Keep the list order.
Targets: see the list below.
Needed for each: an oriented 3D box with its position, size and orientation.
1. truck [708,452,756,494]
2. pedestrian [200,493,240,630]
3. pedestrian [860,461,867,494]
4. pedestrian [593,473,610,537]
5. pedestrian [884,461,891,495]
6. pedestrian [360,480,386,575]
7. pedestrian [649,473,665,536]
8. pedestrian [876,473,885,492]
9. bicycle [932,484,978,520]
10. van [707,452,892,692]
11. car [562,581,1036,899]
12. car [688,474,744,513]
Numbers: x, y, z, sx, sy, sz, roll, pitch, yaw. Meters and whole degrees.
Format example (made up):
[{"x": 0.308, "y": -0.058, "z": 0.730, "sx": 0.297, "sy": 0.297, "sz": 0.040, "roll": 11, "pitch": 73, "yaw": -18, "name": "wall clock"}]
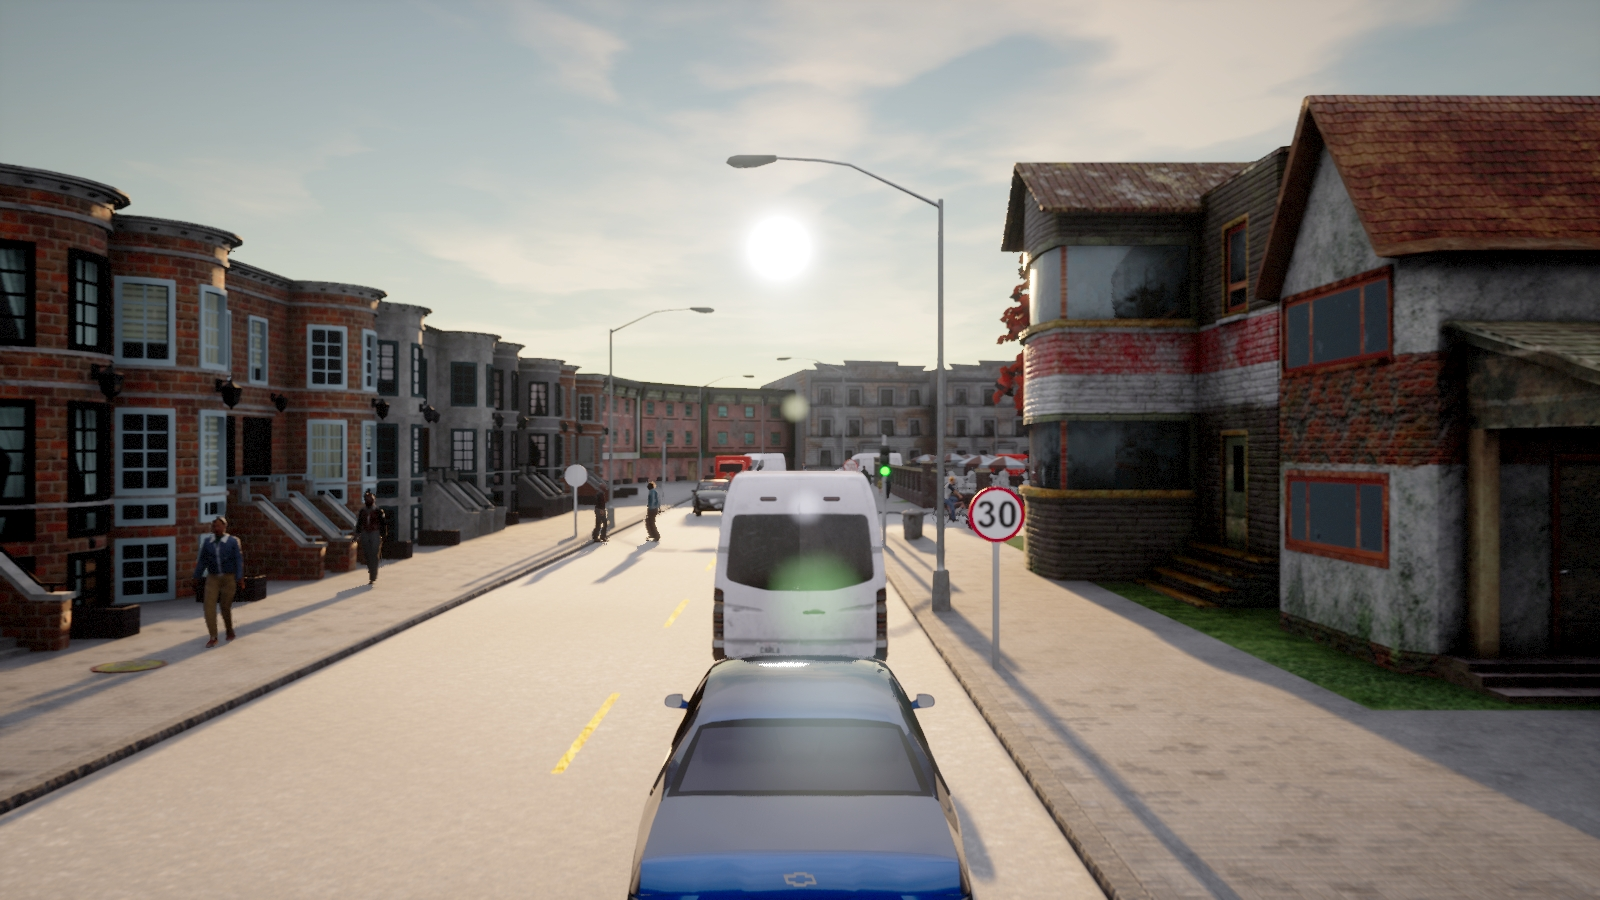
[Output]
[{"x": -4.061, "y": 1.348, "z": 69.362, "sx": 2.627, "sy": 2.467, "sz": 5.204, "roll": 0, "pitch": 0, "yaw": 0, "name": "truck"}, {"x": -7.994, "y": 1.526, "z": 15.751, "sx": 0.375, "sy": 1.860, "sz": 0.375, "roll": 0, "pitch": 0, "yaw": -5, "name": "pedestrian"}, {"x": 3.530, "y": 1.516, "z": 63.171, "sx": 0.375, "sy": 1.860, "sz": 0.375, "roll": 0, "pitch": 0, "yaw": 5, "name": "pedestrian"}, {"x": -5.880, "y": 1.629, "z": 33.846, "sx": 0.375, "sy": 1.860, "sz": 0.375, "roll": 0, "pitch": 0, "yaw": 10, "name": "pedestrian"}, {"x": 4.740, "y": 1.516, "z": 61.784, "sx": 0.375, "sy": 1.860, "sz": 0.375, "roll": 0, "pitch": 0, "yaw": 0, "name": "pedestrian"}, {"x": -8.425, "y": 1.524, "z": 22.544, "sx": 0.375, "sy": 1.860, "sz": 0.375, "roll": 0, "pitch": 0, "yaw": 1, "name": "pedestrian"}, {"x": -4.284, "y": 1.629, "z": 34.319, "sx": 0.375, "sy": 1.860, "sz": 0.375, "roll": 0, "pitch": 0, "yaw": 10, "name": "pedestrian"}, {"x": 4.737, "y": 1.906, "z": 67.250, "sx": 0.500, "sy": 1.100, "sz": 0.500, "roll": 0, "pitch": 0, "yaw": 0, "name": "pedestrian"}, {"x": 5.763, "y": 1.936, "z": 42.549, "sx": 1.643, "sy": 1.296, "sz": 0.373, "roll": 0, "pitch": 0, "yaw": 3, "name": "bicycle"}, {"x": -0.010, "y": 1.314, "z": 15.223, "sx": 1.988, "sy": 2.561, "sz": 5.915, "roll": 0, "pitch": 0, "yaw": 0, "name": "van"}, {"x": -0.005, "y": 1.886, "z": 7.585, "sx": 2.033, "sy": 1.411, "sz": 5.357, "roll": 0, "pitch": 0, "yaw": 0, "name": "car"}, {"x": -3.684, "y": 1.828, "z": 49.518, "sx": 2.128, "sy": 1.511, "sz": 4.902, "roll": 0, "pitch": 0, "yaw": -8, "name": "car"}]
